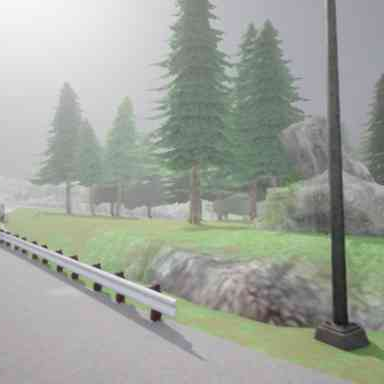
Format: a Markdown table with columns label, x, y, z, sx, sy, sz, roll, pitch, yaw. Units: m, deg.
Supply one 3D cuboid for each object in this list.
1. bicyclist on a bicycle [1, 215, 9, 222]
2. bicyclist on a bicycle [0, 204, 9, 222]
| label | x | y | z | sx | sy | sz | roll | pitch | yaw |
| --- | --- | --- | --- | --- | --- | --- | --- | --- | --- |
| bicyclist on a bicycle | -17.373 | 1.945 | 29.887 | 1.656 | 1.620 | 0.582 | 2 | -2 | -38 |
| bicyclist on a bicycle | -17.891 | 1.958 | 30.734 | 1.656 | 1.620 | 0.582 | 1 | -3 | -10 |
